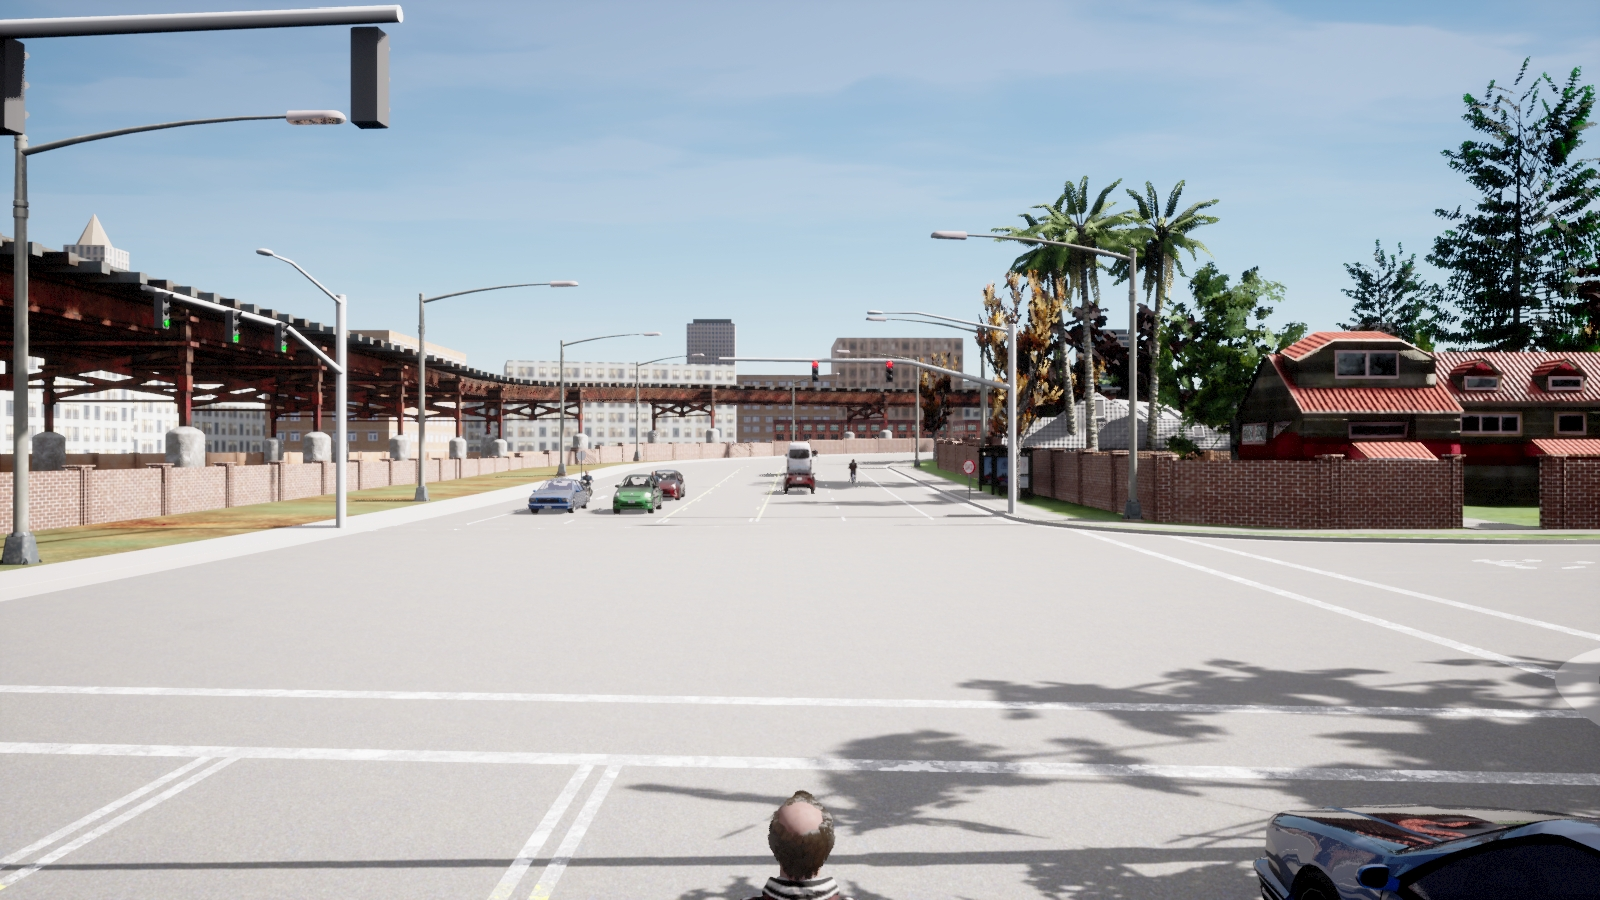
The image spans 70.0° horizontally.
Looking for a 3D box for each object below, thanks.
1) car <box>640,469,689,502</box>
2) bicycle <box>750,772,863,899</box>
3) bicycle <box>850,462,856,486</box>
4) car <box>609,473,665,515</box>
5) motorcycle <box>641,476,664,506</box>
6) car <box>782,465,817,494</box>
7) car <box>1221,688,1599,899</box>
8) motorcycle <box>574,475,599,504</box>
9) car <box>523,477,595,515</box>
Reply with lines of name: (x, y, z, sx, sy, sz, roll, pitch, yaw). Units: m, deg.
car: (-7.040, 1.800, 59.633, 2.007, 1.525, 4.514, 0, 1, 0)
bicycle: (0.019, 2.048, 3.681, 0.329, 1.496, 1.835, 0, 0, 0)
bicycle: (3.468, 1.561, 74.503, 0.329, 1.496, 1.835, 0, 1, 0)
car: (-7.031, 1.877, 49.699, 1.851, 1.617, 3.988, 0, 1, 0)
motorcycle: (-7.053, 1.947, 54.746, 0.856, 1.341, 1.805, 0, 1, 0)
car: (-0.041, 1.691, 67.025, 2.007, 1.525, 4.514, 0, 1, 0)
car: (3.467, 2.106, 4.038, 2.033, 1.411, 5.357, 0, 0, 1)
motorcycle: (-10.476, 1.934, 56.002, 0.856, 1.341, 1.805, 0, 1, 1)
car: (-10.533, 1.979, 50.381, 2.033, 1.411, 5.357, 0, 1, 0)
